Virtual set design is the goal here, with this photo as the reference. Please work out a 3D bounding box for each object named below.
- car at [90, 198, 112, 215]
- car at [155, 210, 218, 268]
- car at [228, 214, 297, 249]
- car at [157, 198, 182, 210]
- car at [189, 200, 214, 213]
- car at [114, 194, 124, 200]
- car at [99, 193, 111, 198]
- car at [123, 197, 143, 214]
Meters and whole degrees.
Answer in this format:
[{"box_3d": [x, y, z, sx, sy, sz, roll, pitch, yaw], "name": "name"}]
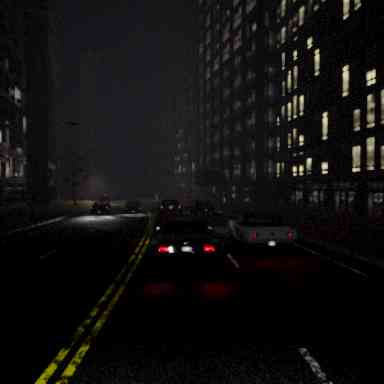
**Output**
[{"box_3d": [-9.465, 1.644, 34.848, 1.895, 1.301, 4.718, 0, 0, -9], "name": "car"}, {"box_3d": [-0.261, 1.556, 11.269, 2.033, 1.411, 5.357, 0, 0, -3], "name": "car"}, {"box_3d": [2.812, 1.607, 14.488, 1.895, 1.301, 4.718, 0, 0, -4], "name": "car"}, {"box_3d": [-2.107, 1.372, 30.694, 2.097, 1.767, 4.553, 0, 0, -8], "name": "car"}, {"box_3d": [0.904, 1.488, 32.726, 1.882, 1.535, 5.008, 0, 0, -8], "name": "car"}, {"box_3d": [-16.558, 1.157, 75.767, 2.097, 1.767, 4.553, 0, 0, -20], "name": "car"}, {"box_3d": [-19.459, 1.186, 74.232, 2.150, 2.045, 5.566, 0, 0, -20], "name": "car"}, {"box_3d": [-6.449, 1.581, 36.615, 2.033, 1.411, 5.357, 0, 0, -10], "name": "car"}]
